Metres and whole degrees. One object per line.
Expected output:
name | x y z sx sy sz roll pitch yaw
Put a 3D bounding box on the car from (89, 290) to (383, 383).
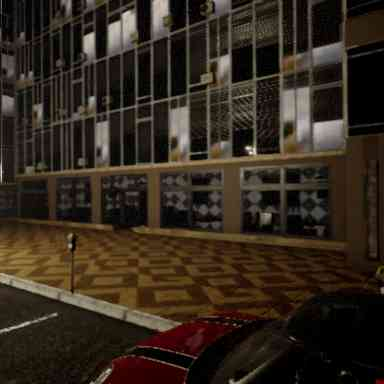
car | 1.042 1.442 2.132 4.097 1.590 1.967 -1 0 35
